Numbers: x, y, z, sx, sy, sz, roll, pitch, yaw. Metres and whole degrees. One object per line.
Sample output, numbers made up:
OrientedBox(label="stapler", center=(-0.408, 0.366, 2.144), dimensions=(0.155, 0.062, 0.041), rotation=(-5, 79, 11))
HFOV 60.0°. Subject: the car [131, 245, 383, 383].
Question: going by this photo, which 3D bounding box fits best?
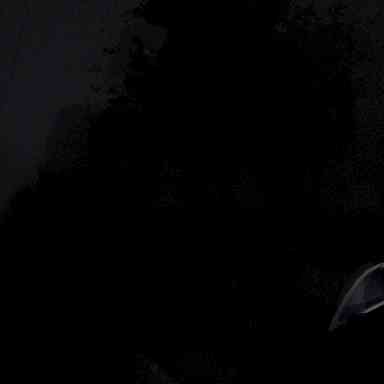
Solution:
OrientedBox(label="car", center=(1.630, 1.508, 4.226), dimensions=(4.902, 1.511, 2.128), rotation=(0, 0, -35))
